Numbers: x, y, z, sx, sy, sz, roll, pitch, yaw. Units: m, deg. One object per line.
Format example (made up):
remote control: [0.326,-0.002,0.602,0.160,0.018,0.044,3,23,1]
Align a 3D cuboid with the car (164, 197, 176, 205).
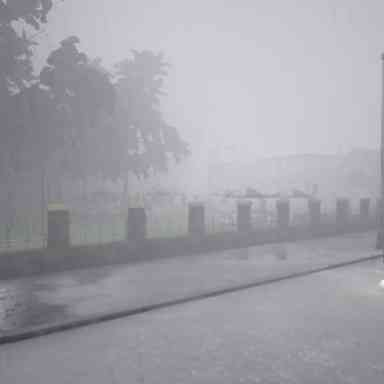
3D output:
car: [-4.455,1.518,53.461,2.128,1.511,4.902,0,0,-35]
